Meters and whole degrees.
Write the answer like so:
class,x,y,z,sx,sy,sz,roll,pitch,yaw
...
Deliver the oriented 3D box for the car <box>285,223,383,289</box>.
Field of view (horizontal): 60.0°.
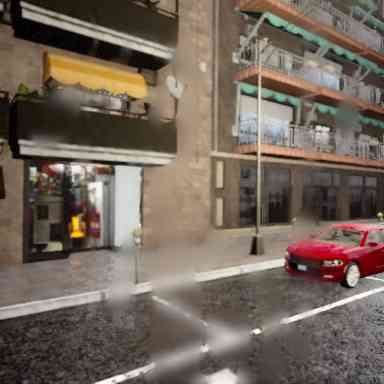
class,x,y,z,sx,sy,sz,roll,pitch,yaw
car,4.481,1.586,9.311,4.507,1.381,1.887,0,0,-36
